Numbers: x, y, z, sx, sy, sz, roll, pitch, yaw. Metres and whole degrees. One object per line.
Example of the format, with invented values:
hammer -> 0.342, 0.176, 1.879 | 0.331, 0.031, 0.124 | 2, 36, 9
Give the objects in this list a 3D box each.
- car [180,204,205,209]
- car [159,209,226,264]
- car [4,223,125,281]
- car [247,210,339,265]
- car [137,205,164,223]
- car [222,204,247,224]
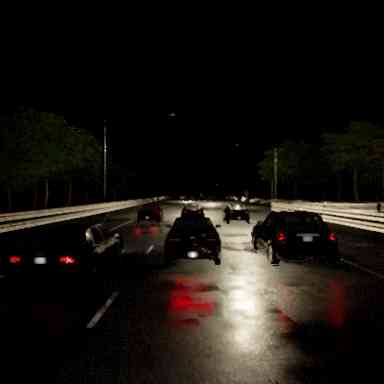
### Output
car -> 0.053, 1.745, 27.318 | 2.128, 1.511, 4.902 | 0, 0, 1
car -> 0.047, 1.627, 12.343 | 1.837, 1.490, 4.892 | 0, 0, 1
car -> -3.472, 1.648, 10.155 | 2.033, 1.411, 5.357 | 0, -1, 1
car -> 3.548, 1.471, 12.256 | 2.097, 1.767, 4.553 | 0, -1, 1
car -> -3.441, 1.784, 27.997 | 1.812, 1.442, 4.674 | 0, 0, 1
car -> 3.553, 1.745, 27.307 | 2.128, 1.511, 4.902 | 0, 0, 0
